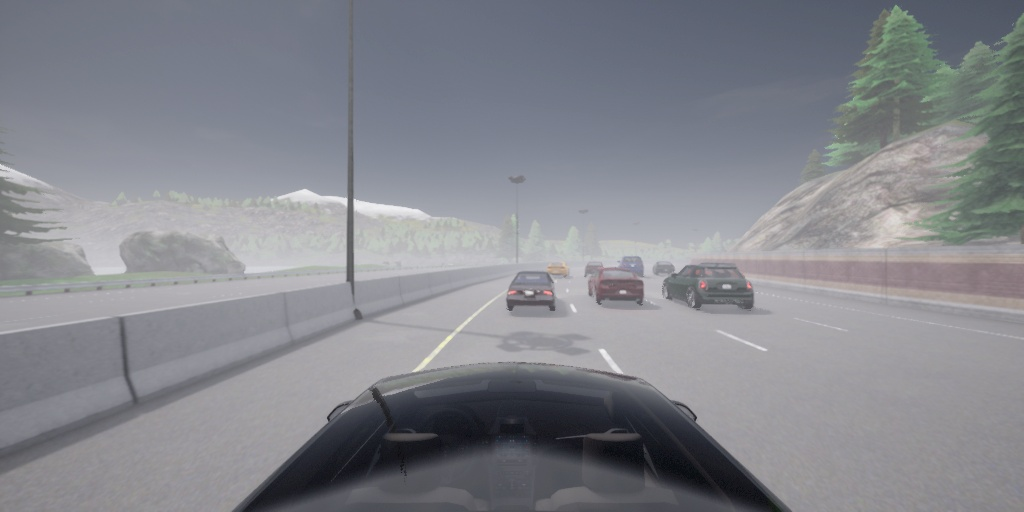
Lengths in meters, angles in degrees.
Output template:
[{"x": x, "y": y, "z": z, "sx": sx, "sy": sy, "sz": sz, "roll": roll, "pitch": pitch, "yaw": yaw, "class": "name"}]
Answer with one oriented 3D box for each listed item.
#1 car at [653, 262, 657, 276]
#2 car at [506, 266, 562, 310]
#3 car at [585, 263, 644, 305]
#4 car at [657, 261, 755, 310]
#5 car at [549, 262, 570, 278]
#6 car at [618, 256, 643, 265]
[{"x": 16.511, "y": 1.321, "z": 39.152, "sx": 1.882, "sy": 1.535, "sz": 5.008, "roll": 0, "pitch": -1, "yaw": 17, "class": "car"}, {"x": 0.869, "y": 1.326, "z": 14.794, "sx": 2.033, "sy": 1.411, "sz": 5.357, "roll": 0, "pitch": 0, "yaw": 6, "class": "car"}, {"x": 4.610, "y": 1.262, "z": 16.423, "sx": 1.882, "sy": 1.535, "sz": 5.008, "roll": 0, "pitch": 0, "yaw": 6, "class": "car"}, {"x": 7.982, "y": 1.137, "z": 15.050, "sx": 2.097, "sy": 1.767, "sz": 4.553, "roll": 0, "pitch": 0, "yaw": 6, "class": "car"}, {"x": 4.710, "y": 1.304, "z": 35.961, "sx": 1.882, "sy": 1.535, "sz": 5.008, "roll": 0, "pitch": 0, "yaw": 14, "class": "car"}, {"x": 11.883, "y": 1.048, "z": 35.832, "sx": 2.150, "sy": 2.045, "sz": 5.566, "roll": 0, "pitch": -1, "yaw": 15, "class": "car"}]
